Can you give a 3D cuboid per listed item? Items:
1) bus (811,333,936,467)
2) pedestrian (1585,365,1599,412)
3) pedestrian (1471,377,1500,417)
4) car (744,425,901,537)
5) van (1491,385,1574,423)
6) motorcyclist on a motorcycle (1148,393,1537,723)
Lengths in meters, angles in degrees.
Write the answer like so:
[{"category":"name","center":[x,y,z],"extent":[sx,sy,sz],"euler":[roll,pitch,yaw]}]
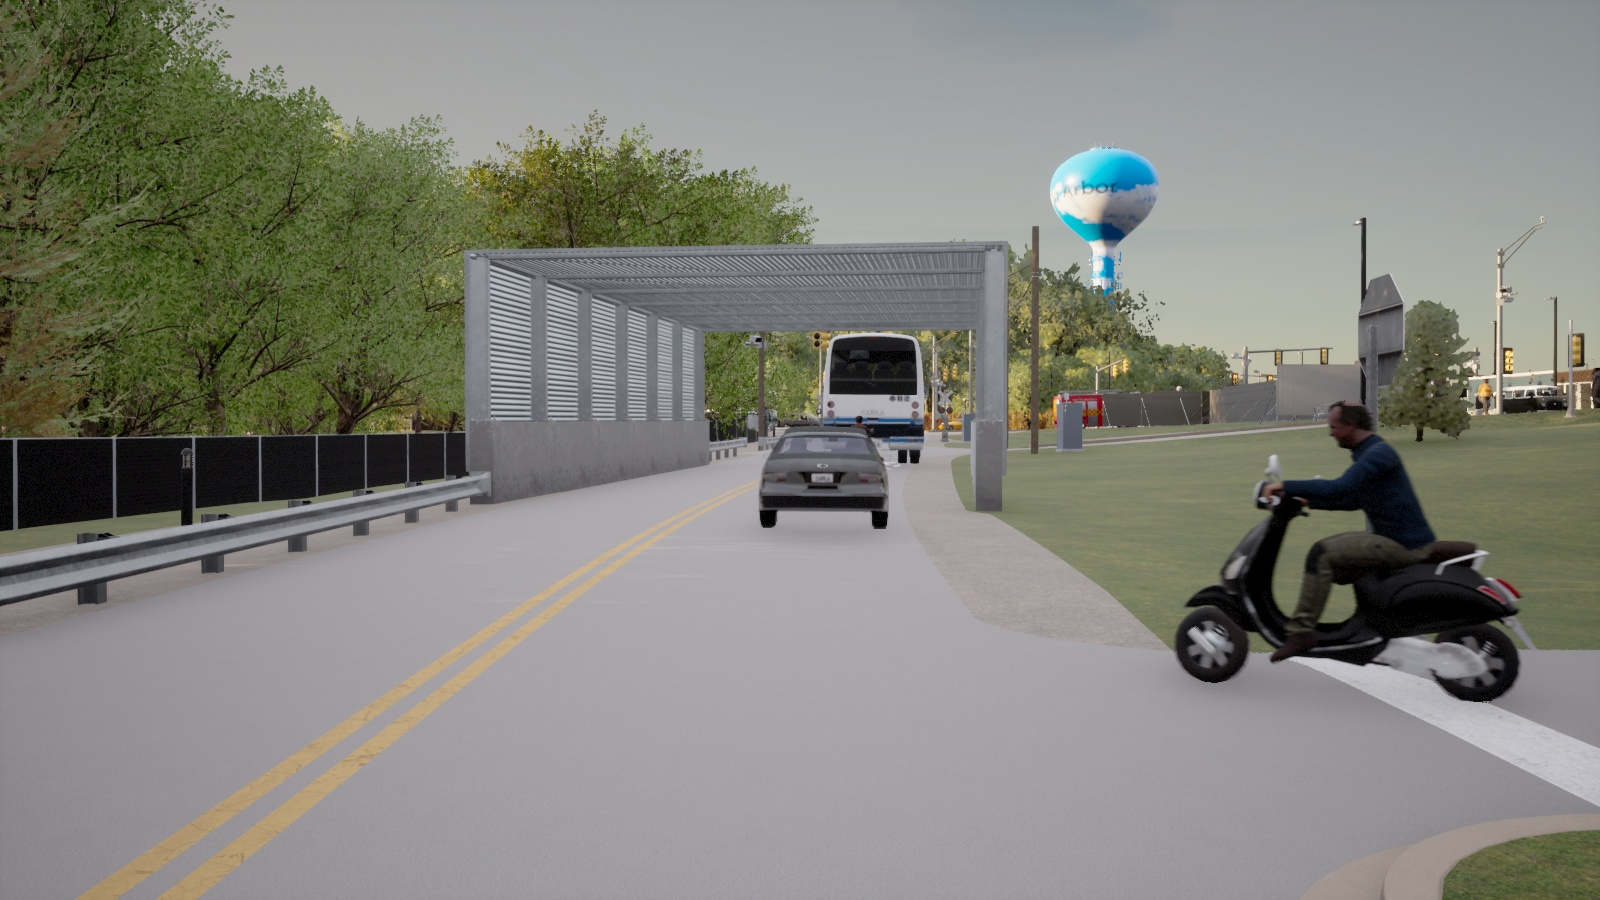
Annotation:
[{"category":"bus","center":[2.818,-1.732,45.149],"extent":[3.944,4.253,10.273],"euler":[1,2,5]},{"category":"pedestrian","center":[34.335,-2.635,53.932],"extent":[0.659,1.952,0.873],"euler":[0,0,-9]},{"category":"pedestrian","center":[33.185,-2.559,60.773],"extent":[0.874,1.855,0.900],"euler":[0,0,-8]},{"category":"car","center":[0.389,0.345,18.964],"extent":[2.033,1.411,5.357],"euler":[1,1,2]},{"category":"van","center":[41.824,-2.591,71.826],"extent":[2.069,2.038,4.480],"euler":[0,0,-1]},{"category":"motorcyclist on a motorcycle","center":[2.903,0.530,6.828],"extent":[1.817,1.590,0.866],"euler":[0,-2,24]}]
